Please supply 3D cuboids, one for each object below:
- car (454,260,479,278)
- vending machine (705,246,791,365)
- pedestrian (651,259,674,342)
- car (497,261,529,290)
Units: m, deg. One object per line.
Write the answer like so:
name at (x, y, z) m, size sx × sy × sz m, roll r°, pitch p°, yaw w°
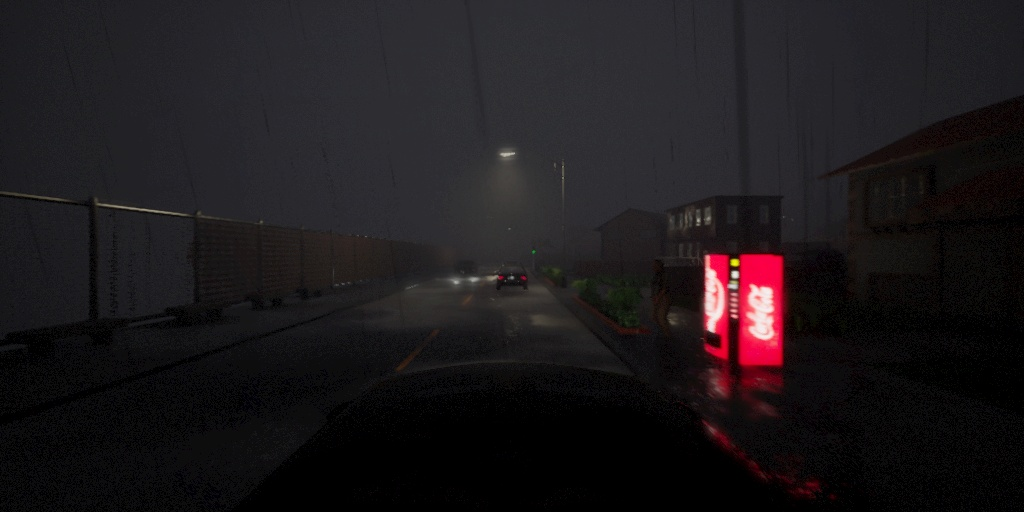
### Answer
car at (-4.080, 1.140, 32.542) m, size 1.837 × 1.490 × 4.892 m, roll 0°, pitch 0°, yaw 0°
vending machine at (4.299, 0.926, 6.726) m, size 1.100 × 2.100 × 0.880 m, roll 0°, pitch 0°, yaw 0°
pedestrian at (3.227, 0.917, 7.773) m, size 0.375 × 1.860 × 0.375 m, roll 0°, pitch 0°, yaw 0°
car at (0.037, 1.221, 21.871) m, size 2.033 × 1.411 × 5.357 m, roll 0°, pitch 0°, yaw 1°
